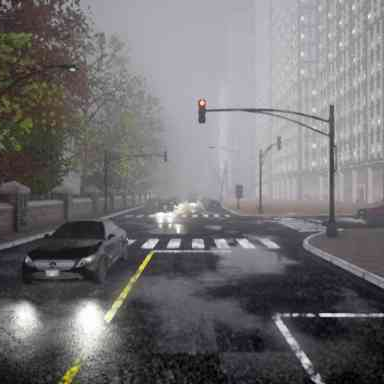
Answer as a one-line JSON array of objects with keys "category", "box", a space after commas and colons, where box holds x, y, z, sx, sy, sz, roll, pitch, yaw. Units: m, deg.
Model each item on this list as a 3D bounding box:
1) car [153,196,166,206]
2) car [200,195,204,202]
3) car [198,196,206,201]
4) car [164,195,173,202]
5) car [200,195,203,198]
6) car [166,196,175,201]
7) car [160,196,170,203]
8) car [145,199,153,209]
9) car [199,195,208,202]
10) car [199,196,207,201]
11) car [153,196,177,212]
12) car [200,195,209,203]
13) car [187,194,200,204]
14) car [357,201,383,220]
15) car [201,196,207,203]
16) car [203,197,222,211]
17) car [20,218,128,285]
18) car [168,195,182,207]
[{"category": "car", "box": [-5.643, 1.509, 58.479, 1.967, 1.590, 4.097, 0, 0, 0]}, {"category": "car", "box": [2.732, 1.625, 52.840, 1.947, 1.339, 4.313, 0, 0, 0]}, {"category": "car", "box": [2.762, 1.691, 92.265, 2.008, 1.369, 4.403, 0, 0, 0]}, {"category": "car", "box": [-5.626, 1.554, 81.007, 1.967, 1.590, 4.097, 0, 0, 0]}, {"category": "car", "box": [2.746, 1.635, 69.738, 1.887, 1.381, 4.507, 0, 0, 0]}, {"category": "car", "box": [-5.622, 1.672, 86.640, 1.887, 1.381, 4.507, 0, 0, 0]}, {"category": "car", "box": [-5.635, 1.615, 69.574, 1.752, 1.417, 4.829, 0, 0, 0]}, {"category": "car", "box": [-5.653, 1.633, 47.213, 1.802, 1.307, 4.206, 0, 0, 0]}, {"category": "car", "box": [2.755, 1.554, 81.001, 1.967, 1.590, 4.097, 0, 0, 0]}, {"category": "car", "box": [2.758, 1.678, 86.633, 2.008, 1.369, 4.403, 0, 0, 0]}, {"category": "car", "box": [-3.120, 1.532, 39.736, 2.128, 1.511, 4.902, 0, 0, -3]}, {"category": "car", "box": [2.750, 1.542, 75.369, 1.967, 1.590, 4.097, 0, 0, 0]}, {"category": "car", "box": [0.052, 1.635, 68.446, 2.033, 1.411, 5.357, 0, 0, 0]}, {"category": "car", "box": [14.625, 1.317, 24.775, 4.181, 1.385, 1.994, -1, 0, 0]}, {"category": "car", "box": [2.728, 1.617, 47.207, 1.947, 1.339, 4.313, 0, 0, 0]}, {"category": "car", "box": [2.723, 1.609, 41.574, 1.947, 1.339, 4.313, 0, 0, 0]}, {"category": "car", "box": [-3.080, 1.532, 9.652, 1.812, 1.442, 4.674, 0, 0, 0]}, {"category": "car", "box": [-3.043, 1.538, 53.034, 1.882, 1.535, 5.008, 0, 0, 0]}]
